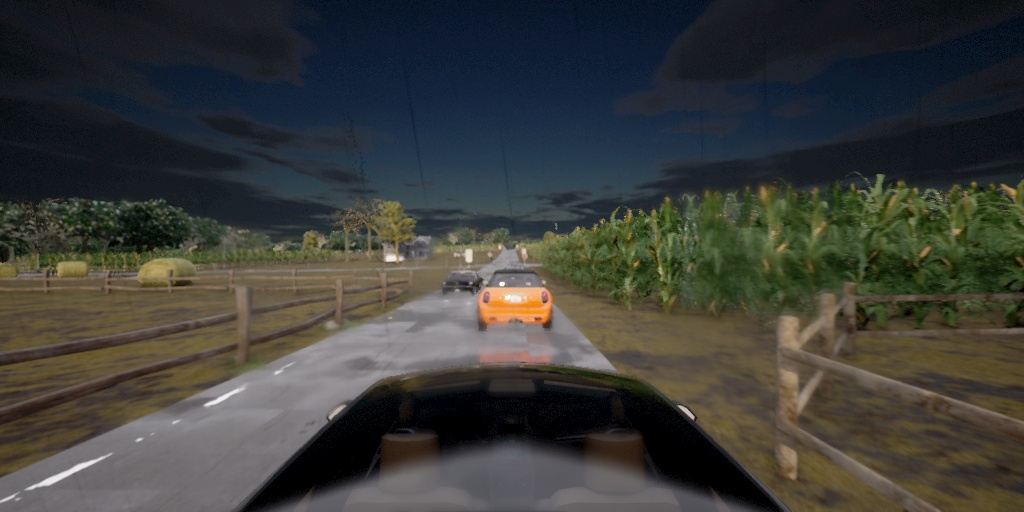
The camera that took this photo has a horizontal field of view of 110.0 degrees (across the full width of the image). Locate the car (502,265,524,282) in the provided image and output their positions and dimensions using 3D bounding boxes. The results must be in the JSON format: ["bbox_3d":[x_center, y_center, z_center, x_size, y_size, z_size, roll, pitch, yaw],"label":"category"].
[{"bbox_3d":[0.095,1.555,32.223,1.895,1.301,4.718,0,0,0],"label":"car"}]

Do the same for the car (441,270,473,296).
[{"bbox_3d":[-2.852,1.520,20.975,1.895,1.301,4.718,0,0,0],"label":"car"}]

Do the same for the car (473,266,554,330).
[{"bbox_3d":[0.091,1.192,11.680,2.097,1.767,4.553,0,-1,0],"label":"car"}]
